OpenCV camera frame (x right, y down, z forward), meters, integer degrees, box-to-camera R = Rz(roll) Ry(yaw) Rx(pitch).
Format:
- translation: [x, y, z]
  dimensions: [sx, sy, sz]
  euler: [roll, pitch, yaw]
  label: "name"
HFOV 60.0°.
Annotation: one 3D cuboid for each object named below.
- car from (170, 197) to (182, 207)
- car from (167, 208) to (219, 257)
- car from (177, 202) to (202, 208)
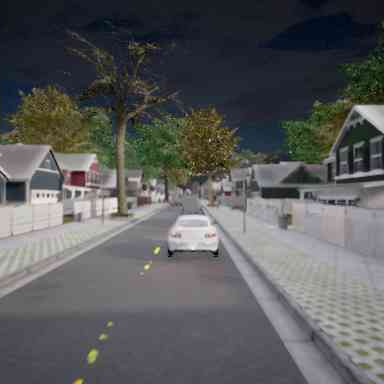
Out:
- translation: [-2.792, 1.658, 58.902]
  dimensions: [2.097, 1.767, 4.553]
  euler: [0, 0, 1]
  label: "car"
- translation: [0.052, 1.589, 13.189]
  dimensions: [1.812, 1.442, 4.674]
  euler: [0, 0, 0]
  label: "car"
- translation: [0.034, 1.733, 26.919]
  dimensions: [1.895, 1.301, 4.718]
  euler: [0, 0, 0]
  label: "car"
